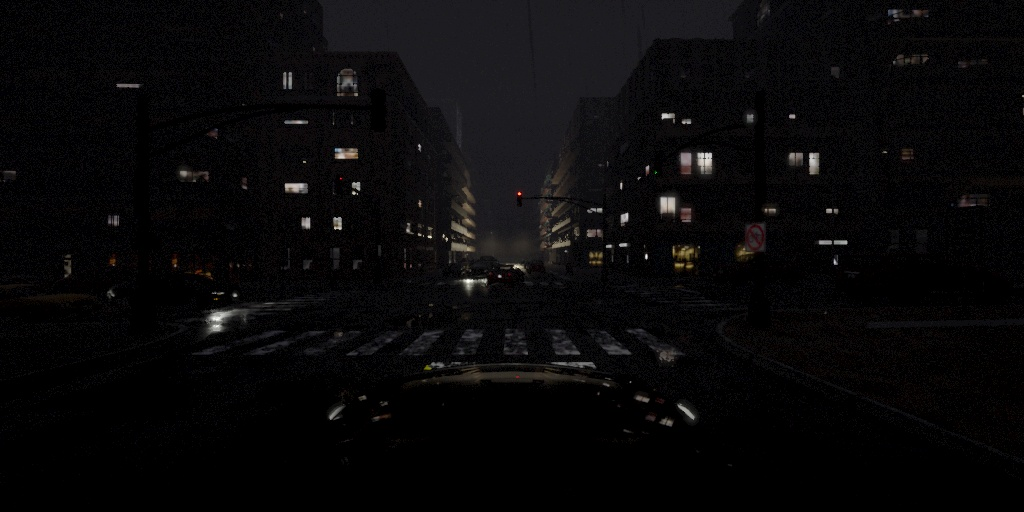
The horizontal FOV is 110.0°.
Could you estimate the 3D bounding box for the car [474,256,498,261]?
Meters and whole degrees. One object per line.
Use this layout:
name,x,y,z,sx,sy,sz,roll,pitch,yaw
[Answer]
car,-3.024,0.981,44.101,2.150,2.045,5.566,0,0,0

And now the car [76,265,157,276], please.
car,-23.565,1.462,21.136,5.009,1.841,2.192,0,0,0

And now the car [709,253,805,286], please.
car,14.610,0.759,21.433,5.009,1.841,2.192,0,0,0

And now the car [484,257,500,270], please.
car,-2.991,1.116,54.433,2.097,1.767,4.553,0,0,0

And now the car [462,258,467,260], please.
car,-5.621,1.283,40.646,1.751,1.417,4.829,0,0,0

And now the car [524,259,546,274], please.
car,2.759,1.198,40.803,1.967,1.591,4.097,0,0,0

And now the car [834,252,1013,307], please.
car,14.730,0.775,13.054,5.009,1.841,2.192,0,0,0

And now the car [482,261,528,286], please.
car,-0.387,1.317,25.650,1.994,1.385,4.181,0,0,13

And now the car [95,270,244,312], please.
car,-14.320,1.496,15.417,4.892,1.490,1.837,-1,0,0

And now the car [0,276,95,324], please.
car,-17.611,1.585,12.829,4.829,1.417,1.751,0,0,0

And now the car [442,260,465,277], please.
car,-5.631,1.322,35.134,1.948,1.339,4.313,0,0,0

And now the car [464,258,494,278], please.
car,-3.044,1.233,34.119,1.882,1.535,5.008,0,0,0
